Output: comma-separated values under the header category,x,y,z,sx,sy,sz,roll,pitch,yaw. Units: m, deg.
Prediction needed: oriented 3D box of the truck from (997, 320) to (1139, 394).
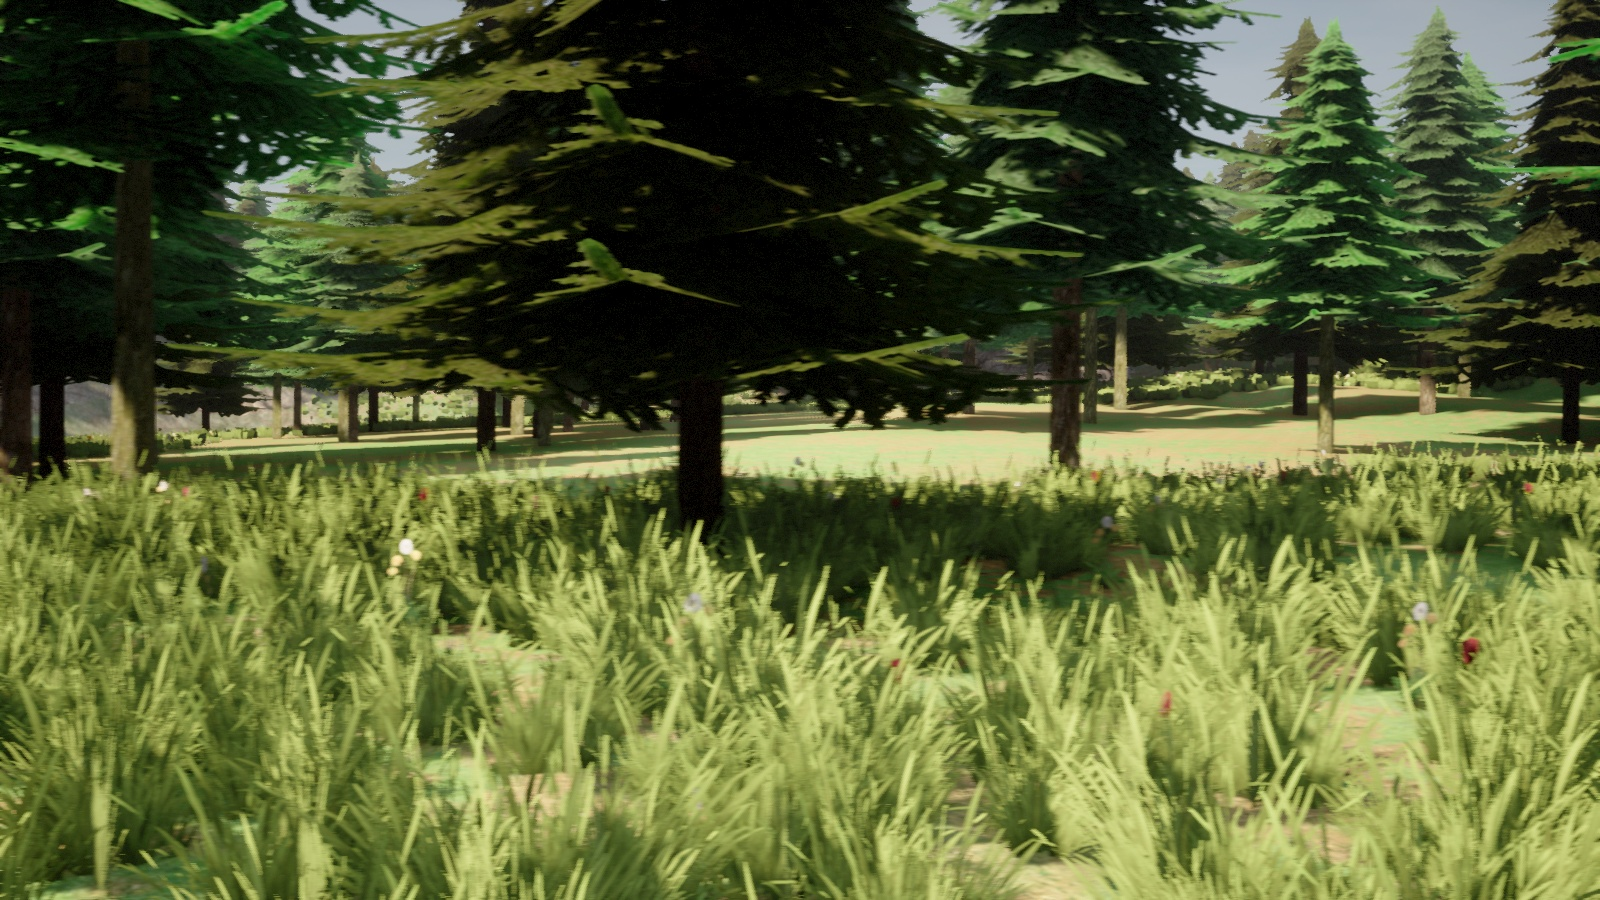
category,x,y,z,sx,sy,sz,roll,pitch,yaw
truck,16.625,-5.696,77.902,7.936,3.462,2.891,-6,-1,22
